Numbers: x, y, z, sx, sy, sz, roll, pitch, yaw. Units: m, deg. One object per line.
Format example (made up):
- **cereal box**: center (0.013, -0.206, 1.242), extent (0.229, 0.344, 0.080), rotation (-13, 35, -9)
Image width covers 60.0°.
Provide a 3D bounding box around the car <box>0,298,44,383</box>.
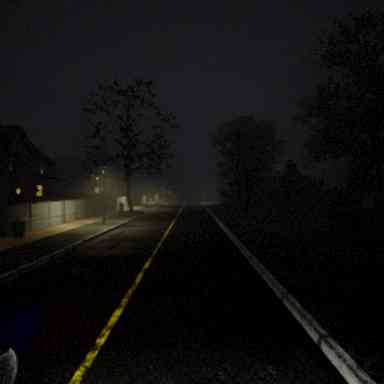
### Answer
- **car**: center (-2.845, 1.598, 2.067), extent (1.895, 1.301, 4.718), rotation (0, 0, 0)
